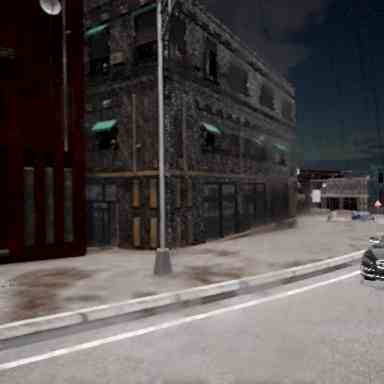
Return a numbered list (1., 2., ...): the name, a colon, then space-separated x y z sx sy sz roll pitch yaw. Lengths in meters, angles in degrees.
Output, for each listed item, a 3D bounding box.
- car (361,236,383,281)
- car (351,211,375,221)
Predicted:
1. car: 6.479 1.689 9.466 4.892 1.490 1.837 2 -1 -44
2. car: 25.140 3.592 49.074 1.812 1.442 4.674 -1 -4 3
